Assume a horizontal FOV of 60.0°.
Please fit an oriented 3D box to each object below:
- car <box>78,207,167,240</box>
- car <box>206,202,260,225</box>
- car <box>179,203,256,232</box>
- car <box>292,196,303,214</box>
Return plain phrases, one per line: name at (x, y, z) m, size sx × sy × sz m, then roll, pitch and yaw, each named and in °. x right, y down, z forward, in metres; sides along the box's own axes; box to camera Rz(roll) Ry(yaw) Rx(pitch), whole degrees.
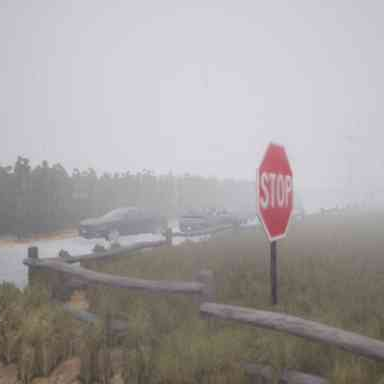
car at (-3.350, 1.521, 16.843) m, size 1.882 × 1.535 × 5.008 m, roll -1°, pitch -1°, yaw 36°
car at (3.358, 1.631, 26.132) m, size 2.128 × 1.511 × 4.902 m, roll -1°, pitch -1°, yaw 36°
car at (1.306, 1.531, 17.718) m, size 2.128 × 1.511 × 4.902 m, roll -1°, pitch -1°, yaw 36°
car at (10.109, 1.419, 35.443) m, size 2.150 × 2.045 × 5.566 m, roll -1°, pitch 0°, yaw 36°
